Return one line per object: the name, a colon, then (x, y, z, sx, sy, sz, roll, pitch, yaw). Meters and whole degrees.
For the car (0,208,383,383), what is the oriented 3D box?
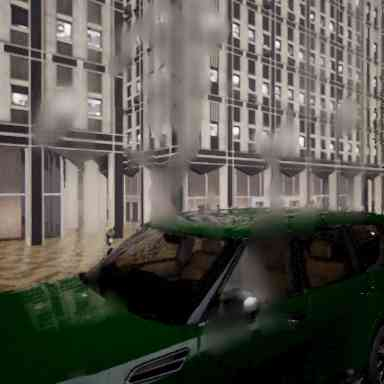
car: (0.342, 1.237, 3.623, 5.566, 2.045, 2.150, 1, 0, -36)

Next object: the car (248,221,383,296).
car: (3.822, 1.624, 9.308, 4.313, 1.339, 1.947, 0, -1, -36)
